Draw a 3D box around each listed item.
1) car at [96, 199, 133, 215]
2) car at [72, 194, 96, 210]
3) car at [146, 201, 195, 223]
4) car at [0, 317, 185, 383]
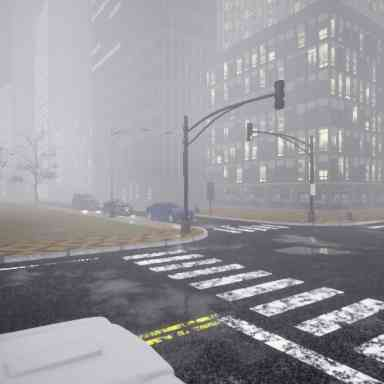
[{"bbox_3d":[-7.733,1.497,34.275,2.128,1.511,4.902,0,0,-35],"label":"car"},{"bbox_3d":[-13.821,1.227,42.916,2.150,2.045,5.566,0,0,-35],"label":"car"},{"bbox_3d":[-1.755,1.484,25.815,1.882,1.535,5.008,0,0,-36],"label":"car"},{"bbox_3d":[-2.245,1.601,1.841,4.718,1.301,1.895,0,0,-36],"label":"car"}]
